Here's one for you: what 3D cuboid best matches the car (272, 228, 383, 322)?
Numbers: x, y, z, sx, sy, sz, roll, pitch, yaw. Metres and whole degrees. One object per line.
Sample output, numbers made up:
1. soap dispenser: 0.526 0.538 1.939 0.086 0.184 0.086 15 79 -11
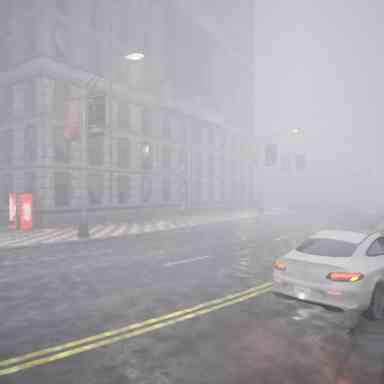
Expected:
1. car: 3.523 1.522 7.284 4.674 1.442 1.812 0 0 -44
